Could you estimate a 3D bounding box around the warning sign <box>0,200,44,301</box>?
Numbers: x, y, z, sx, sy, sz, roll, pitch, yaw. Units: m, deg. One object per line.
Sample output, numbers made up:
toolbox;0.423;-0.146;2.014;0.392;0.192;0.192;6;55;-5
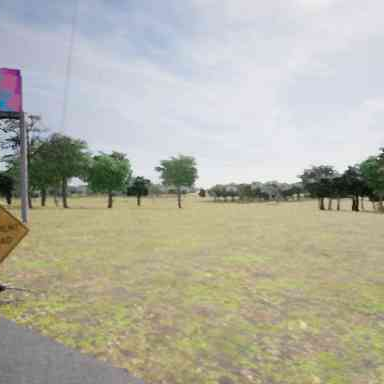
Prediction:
warning sign;-3.915;1.118;6.705;1.060;1.860;1.300;-1;0;35
